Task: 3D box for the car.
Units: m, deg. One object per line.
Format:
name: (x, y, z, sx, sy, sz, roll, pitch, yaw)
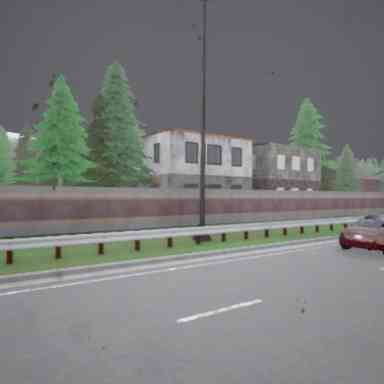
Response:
car: (8.001, 1.700, 13.865, 4.181, 1.385, 1.994, 1, 0, -35)
